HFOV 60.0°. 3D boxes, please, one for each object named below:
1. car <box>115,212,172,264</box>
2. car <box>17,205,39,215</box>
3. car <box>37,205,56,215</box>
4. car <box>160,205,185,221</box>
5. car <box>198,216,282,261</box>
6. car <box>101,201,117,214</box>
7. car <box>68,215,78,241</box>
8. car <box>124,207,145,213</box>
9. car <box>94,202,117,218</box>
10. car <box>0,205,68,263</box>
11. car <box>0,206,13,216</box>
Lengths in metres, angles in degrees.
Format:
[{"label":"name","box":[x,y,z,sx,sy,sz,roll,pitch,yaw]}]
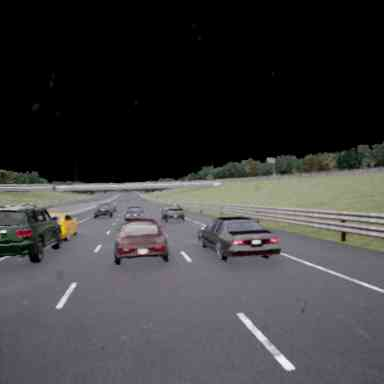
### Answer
[{"label":"car","box":[-1.967,1.744,12.774,1.812,1.442,4.674,-2,-1,-10]},{"label":"car","box":[-28.244,3.088,57.397,2.128,1.511,4.902,-2,-1,-10]},{"label":"car","box":[-24.476,2.971,56.276,1.837,1.490,4.892,-2,0,-10]},{"label":"car","box":[-1.868,1.955,31.509,2.128,1.511,4.902,-2,-1,-11]},{"label":"car","box":[1.564,1.656,12.849,2.033,1.411,5.357,-2,-1,-10]},{"label":"car","box":[-13.008,2.428,52.405,2.097,1.767,4.553,-2,-1,-11]},{"label":"car","box":[-7.902,1.966,19.332,1.882,1.535,5.008,-2,-1,-10]},{"label":"car","box":[-5.355,2.115,31.144,2.033,1.411,5.357,-2,-1,-11]},{"label":"car","box":[-10.882,2.231,41.347,2.097,1.767,4.553,-2,-1,-10]},{"label":"car","box":[-6.835,1.602,13.458,2.150,2.045,5.566,-2,-1,-10]},{"label":"car","box":[-31.306,3.188,54.802,1.812,1.442,4.674,-2,-1,-10]}]
